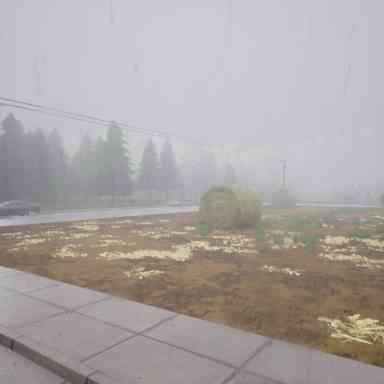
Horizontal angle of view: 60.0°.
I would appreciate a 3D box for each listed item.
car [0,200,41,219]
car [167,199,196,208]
[{"bbox_3d":[-15.884,1.527,29.186,1.837,1.490,4.892,0,1,37],"label":"car"},{"bbox_3d":[-1.531,1.628,48.520,1.895,1.301,4.718,0,0,37],"label":"car"}]
